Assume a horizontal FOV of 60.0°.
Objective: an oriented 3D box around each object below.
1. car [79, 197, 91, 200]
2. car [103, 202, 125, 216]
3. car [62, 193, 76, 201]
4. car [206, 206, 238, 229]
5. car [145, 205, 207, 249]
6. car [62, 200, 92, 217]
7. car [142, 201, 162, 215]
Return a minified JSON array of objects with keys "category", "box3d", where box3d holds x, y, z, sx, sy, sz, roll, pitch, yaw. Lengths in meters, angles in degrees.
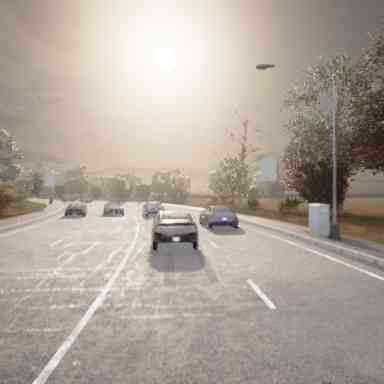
[{"category":"car","box3d":[-23.133,1.743,72.097,2.033,1.411,5.357,0,0,-30]},{"category":"car","box3d":[-7.852,1.660,33.483,1.994,1.385,4.181,0,0,-14]},{"category":"car","box3d":[-26.125,1.330,70.278,2.150,2.045,5.566,0,0,-30]},{"category":"car","box3d":[1.694,1.618,22.282,1.994,1.385,4.181,0,0,-8]},{"category":"car","box3d":[-0.835,1.531,14.677,2.128,1.511,4.902,0,0,-6]},{"category":"car","box3d":[-11.070,1.696,32.047,1.895,1.301,4.718,0,0,-13]},{"category":"car","box3d":[-3.847,1.637,32.815,2.033,1.411,5.357,0,0,-13]}]
